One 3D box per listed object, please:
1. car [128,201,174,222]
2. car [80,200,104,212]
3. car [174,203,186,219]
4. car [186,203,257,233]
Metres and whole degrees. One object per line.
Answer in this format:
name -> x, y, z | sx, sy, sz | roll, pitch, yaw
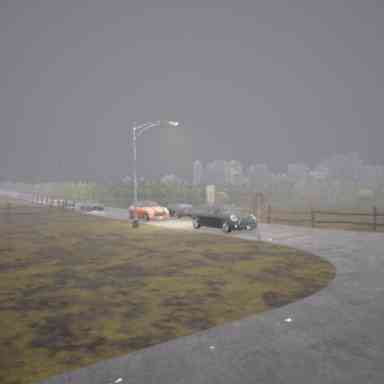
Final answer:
car -> -3.901, 1.571, 29.545 | 2.097, 1.767, 4.553 | -1, 1, -35
car -> -12.653, 1.739, 41.963 | 1.994, 1.385, 4.181 | -1, 1, -35
car -> -1.389, 1.711, 31.120 | 2.033, 1.411, 5.357 | -1, 1, -35
car -> 1.984, 1.516, 21.219 | 2.097, 1.767, 4.553 | -1, 0, -35
